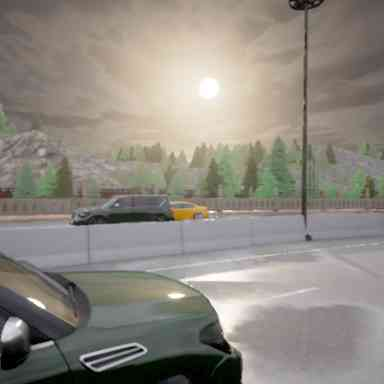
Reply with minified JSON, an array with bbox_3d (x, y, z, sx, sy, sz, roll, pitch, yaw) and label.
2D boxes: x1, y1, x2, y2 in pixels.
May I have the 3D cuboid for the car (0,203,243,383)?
[{"bbox_3d":[-2.203,1.205,2.096,5.566,2.045,2.150,0,0,-36],"label":"car"}]

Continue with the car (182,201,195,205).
[{"bbox_3d":[-1.263,1.415,23.361,5.008,1.535,1.882,0,0,-28],"label":"car"}]

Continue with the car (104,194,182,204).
[{"bbox_3d":[-3.626,1.156,18.057,5.566,2.045,2.150,0,0,-31],"label":"car"}]

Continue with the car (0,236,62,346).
[{"bbox_3d":[-4.545,1.567,4.713,4.718,1.301,1.895,0,0,-36],"label":"car"}]
